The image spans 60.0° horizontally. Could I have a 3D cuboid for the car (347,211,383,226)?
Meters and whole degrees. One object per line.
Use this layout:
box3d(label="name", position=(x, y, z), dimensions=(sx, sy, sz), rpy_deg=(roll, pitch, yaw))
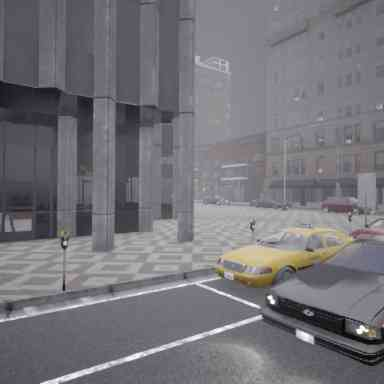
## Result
box3d(label="car", position=(7.498, 1.547, 12.095), dimensions=(4.507, 1.381, 1.887), rpy_deg=(0, 1, -35))

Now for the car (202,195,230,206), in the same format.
box3d(label="car", position=(3.393, 1.161, 47.036), dimensions=(2.128, 1.511, 4.902), rpy_deg=(1, 0, -35))

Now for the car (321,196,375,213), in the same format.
box3d(label="car", position=(14.569, 1.198, 31.145), dimensions=(2.097, 1.767, 4.553), rpy_deg=(1, 0, -35))

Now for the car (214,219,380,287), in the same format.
box3d(label="car", position=(2.779, 1.527, 8.732), dimensions=(4.829, 1.417, 1.752), rpy_deg=(0, 1, -35))

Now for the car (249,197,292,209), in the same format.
box3d(label="car", position=(9.062, 1.307, 38.965), dimensions=(2.033, 1.411, 5.357), rpy_deg=(1, 0, -35))

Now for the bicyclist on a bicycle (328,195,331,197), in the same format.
box3d(label="bicyclist on a bicycle", position=(16.339, 1.159, 39.468), dimensions=(1.656, 1.620, 0.582), rpy_deg=(0, 0, -35))

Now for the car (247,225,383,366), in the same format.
box3d(label="car", position=(3.678, 1.549, 5.999), dimensions=(5.357, 1.411, 2.033), rpy_deg=(0, 0, -35))
